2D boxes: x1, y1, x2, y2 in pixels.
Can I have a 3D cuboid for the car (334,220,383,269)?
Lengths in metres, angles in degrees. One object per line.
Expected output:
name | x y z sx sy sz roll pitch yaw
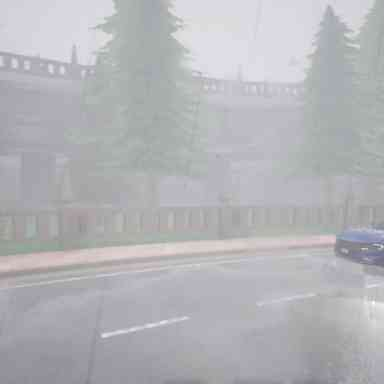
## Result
car | 6.800 1.420 10.151 5.008 1.535 1.882 0 0 -14
